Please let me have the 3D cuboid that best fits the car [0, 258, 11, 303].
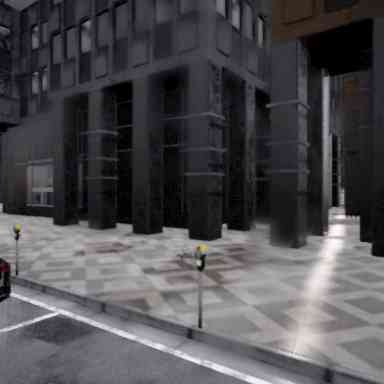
[{"bbox_3d":[-5.391,1.556,6.810,4.313,1.339,1.947,0,0,36],"label":"car"}]
